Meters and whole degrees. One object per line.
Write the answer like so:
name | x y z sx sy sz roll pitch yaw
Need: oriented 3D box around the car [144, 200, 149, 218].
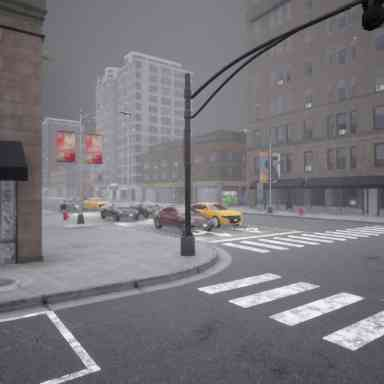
car | -4.178 1.485 30.065 1.812 1.442 4.674 0 0 -36

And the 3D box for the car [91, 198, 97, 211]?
car | -11.416 1.419 40.096 1.882 1.535 5.008 0 0 -36

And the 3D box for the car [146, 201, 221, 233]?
car | -0.646 1.505 19.615 1.812 1.442 4.674 0 0 -35

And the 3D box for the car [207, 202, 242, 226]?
car | 1.265 1.451 22.502 1.882 1.535 5.008 0 0 -35

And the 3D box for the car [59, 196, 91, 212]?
car | -13.573 1.437 37.529 2.128 1.511 4.902 0 0 -36

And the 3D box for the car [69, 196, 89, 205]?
car | -19.488 1.414 57.152 1.837 1.490 4.892 0 0 -36

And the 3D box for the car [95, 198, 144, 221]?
car | -5.967 1.492 26.989 1.812 1.442 4.674 0 0 -36
